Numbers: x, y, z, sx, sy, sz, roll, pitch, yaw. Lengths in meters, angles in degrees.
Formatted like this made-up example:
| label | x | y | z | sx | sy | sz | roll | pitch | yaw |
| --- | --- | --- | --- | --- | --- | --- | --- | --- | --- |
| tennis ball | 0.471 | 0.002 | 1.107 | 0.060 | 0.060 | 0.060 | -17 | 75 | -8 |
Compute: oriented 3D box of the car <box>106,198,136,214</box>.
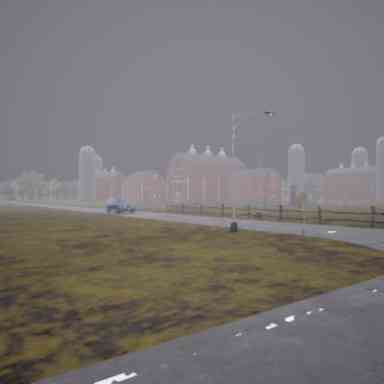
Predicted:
| label | x | y | z | sx | sy | sz | roll | pitch | yaw |
| --- | --- | --- | --- | --- | --- | --- | --- | --- | --- |
| car | -9.292 | 1.762 | 42.993 | 2.150 | 2.045 | 5.566 | 0 | -1 | -35 |
